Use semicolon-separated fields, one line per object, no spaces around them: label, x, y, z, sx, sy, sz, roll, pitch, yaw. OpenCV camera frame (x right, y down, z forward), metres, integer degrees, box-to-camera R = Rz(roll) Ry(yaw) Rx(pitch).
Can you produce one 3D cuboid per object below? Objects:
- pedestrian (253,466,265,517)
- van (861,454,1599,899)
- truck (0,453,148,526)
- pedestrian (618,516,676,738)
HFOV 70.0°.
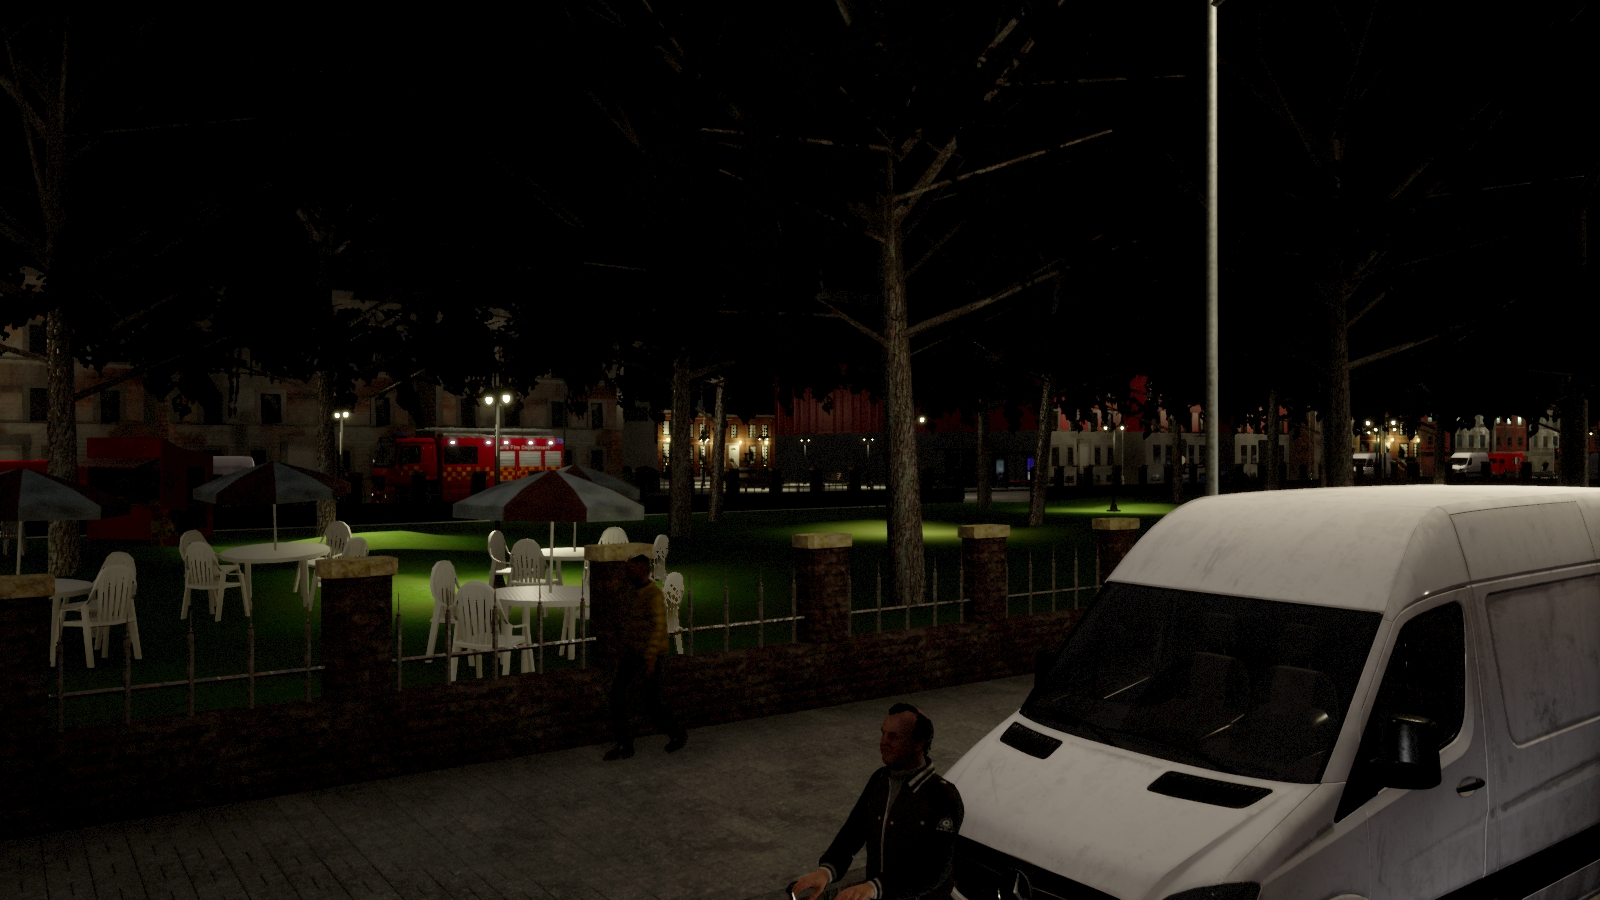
pedestrian;-20.011;1.525;42.268;0.375;1.860;0.375;0;0;-18
van;3.302;1.314;6.746;5.915;2.561;1.988;0;0;-35
truck;-26.570;1.355;41.068;5.204;2.467;2.627;-1;0;-35
pedestrian;-1.343;1.525;10.009;0.375;1.860;0.375;0;0;-35
